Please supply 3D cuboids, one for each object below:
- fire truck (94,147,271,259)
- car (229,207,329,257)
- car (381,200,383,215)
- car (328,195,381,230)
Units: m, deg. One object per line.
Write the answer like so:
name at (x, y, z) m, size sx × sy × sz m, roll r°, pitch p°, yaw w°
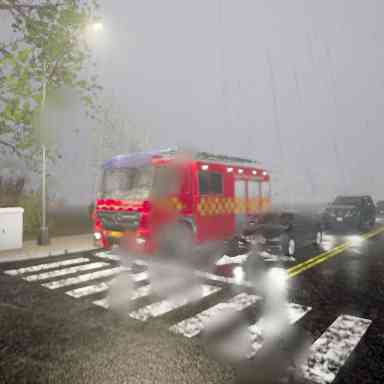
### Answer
fire truck at (0.221, 0.343, 13.955) m, size 2.891 × 3.827 × 8.468 m, roll 0°, pitch 0°, yaw 39°
car at (3.652, 1.511, 13.188) m, size 1.837 × 1.490 × 4.892 m, roll 0°, pitch 0°, yaw 39°
car at (18.723, 1.513, 32.049) m, size 1.882 × 1.535 × 5.008 m, roll 0°, pitch 1°, yaw 39°
car at (10.327, 1.241, 21.555) m, size 2.150 × 2.045 × 5.566 m, roll 0°, pitch 0°, yaw 39°
